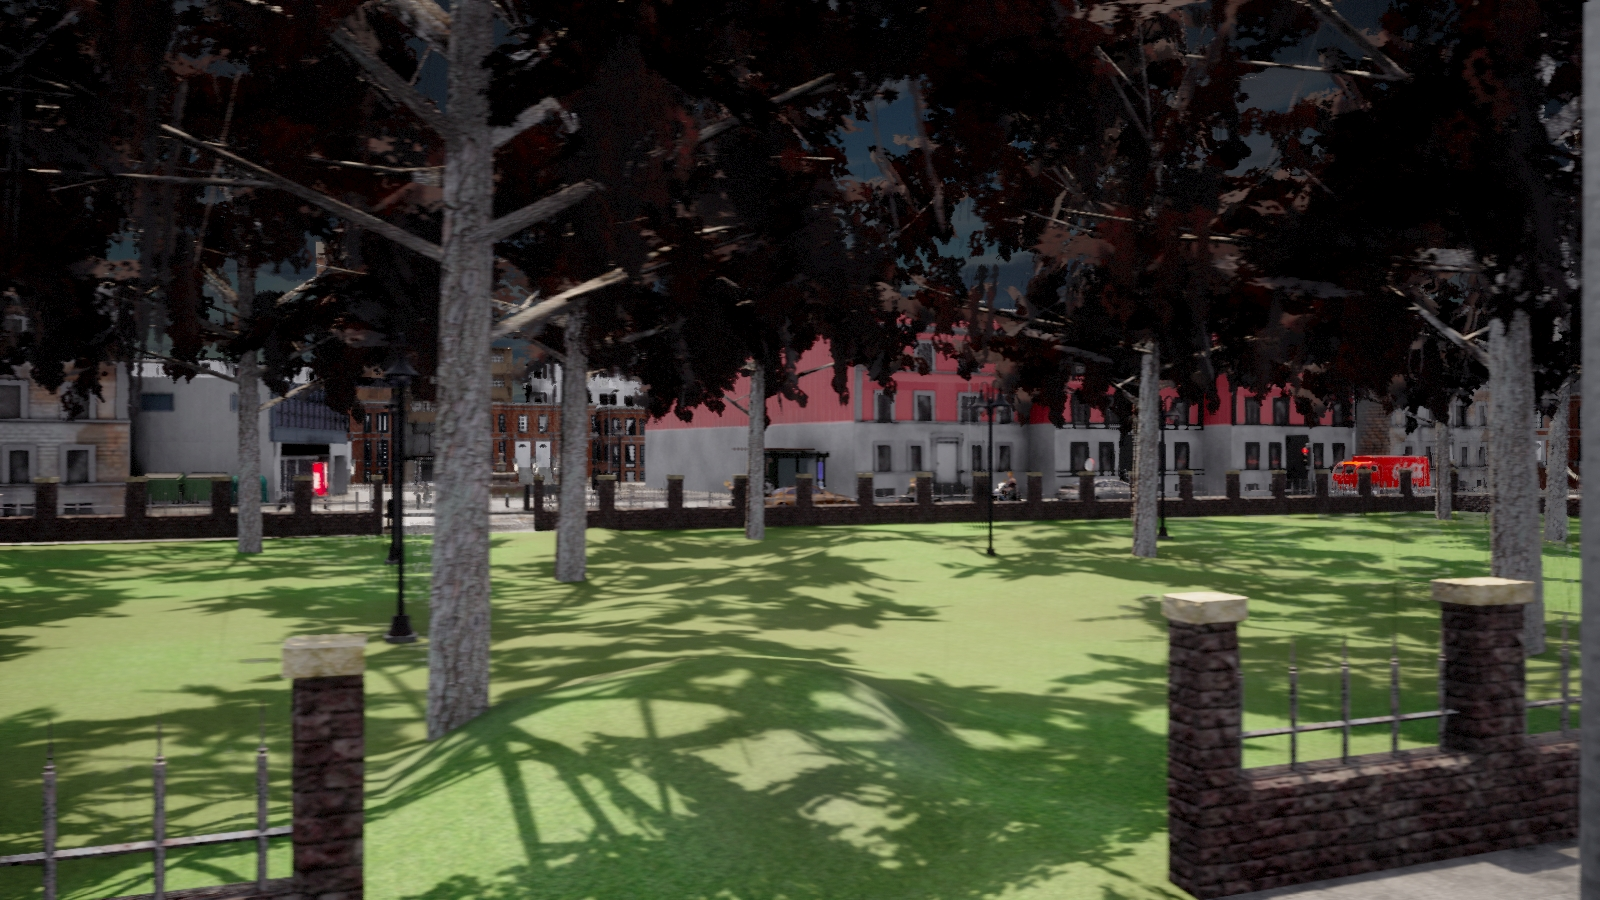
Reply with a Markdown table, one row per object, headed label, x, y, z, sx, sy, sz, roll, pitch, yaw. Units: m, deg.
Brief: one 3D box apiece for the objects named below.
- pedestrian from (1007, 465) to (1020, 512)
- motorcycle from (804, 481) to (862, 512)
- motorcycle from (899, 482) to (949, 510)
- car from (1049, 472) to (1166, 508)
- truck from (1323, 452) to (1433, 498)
| label | x | y | z | sx | sy | sz | roll | pitch | yaw |
| --- | --- | --- | --- | --- | --- | --- | --- | --- | --- |
| pedestrian | 8.547 | 1.524 | 45.751 | 0.375 | 1.860 | 0.375 | 0 | 0 | -20 |
| motorcycle | 1.398 | 1.949 | 48.278 | 2.356 | 1.277 | 0.764 | 0 | 0 | -20 |
| motorcycle | 5.403 | 1.992 | 49.742 | 2.033 | 1.145 | 0.803 | 0 | 0 | -20 |
| car | 14.251 | 1.826 | 52.919 | 4.902 | 1.511 | 2.128 | 0 | 0 | -20 |
| truck | 32.233 | 1.345 | 63.716 | 5.204 | 2.467 | 2.627 | 0 | 0 | -20 |
